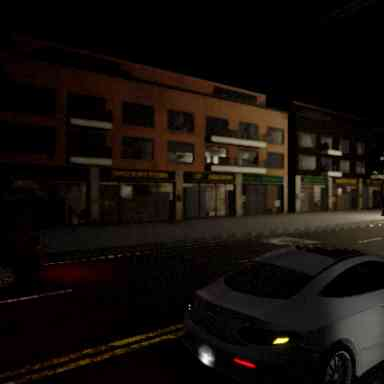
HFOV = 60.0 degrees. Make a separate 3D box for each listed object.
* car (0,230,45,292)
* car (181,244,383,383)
[{"bbox_3d":[-6.000,1.479,7.387,5.008,1.535,1.882,0,0,-35],"label":"car"},{"bbox_3d":[2.029,1.522,4.884,4.674,1.442,1.812,0,0,-36],"label":"car"}]
